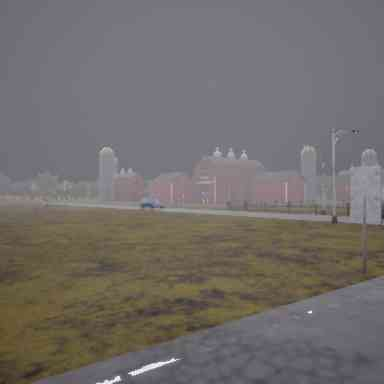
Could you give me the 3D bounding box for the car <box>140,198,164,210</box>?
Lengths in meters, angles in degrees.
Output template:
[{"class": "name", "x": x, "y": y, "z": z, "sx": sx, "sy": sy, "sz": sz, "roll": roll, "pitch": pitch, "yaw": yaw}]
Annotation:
[{"class": "car", "x": -7.047, "y": 2.085, "z": 58.187, "sx": 2.150, "sy": 2.045, "sz": 5.566, "roll": 0, "pitch": -1, "yaw": -35}]
